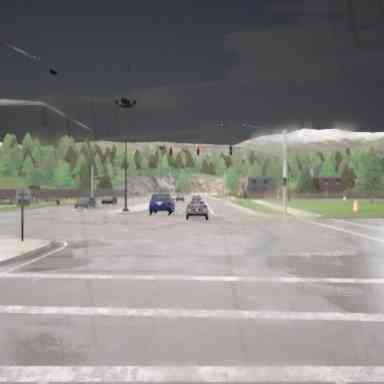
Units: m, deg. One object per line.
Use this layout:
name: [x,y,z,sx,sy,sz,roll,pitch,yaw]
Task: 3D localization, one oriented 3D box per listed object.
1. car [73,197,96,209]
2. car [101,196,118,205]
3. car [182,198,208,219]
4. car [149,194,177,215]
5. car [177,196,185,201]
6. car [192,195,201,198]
car: [-14.494,1.477,45.342,1.837,1.490,4.892,0,0,1]
car: [-14.287,1.443,57.565,1.882,1.535,5.008,0,0,1]
car: [0.444,1.529,29.172,2.033,1.411,5.357,0,0,1]
car: [-2.991,1.201,33.568,2.150,2.045,5.566,0,0,1]
car: [-2.547,1.386,70.075,1.895,1.301,4.718,0,0,1]
car: [0.952,1.343,69.996,1.994,1.385,4.181,0,0,1]
